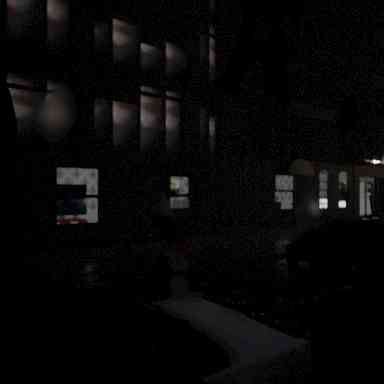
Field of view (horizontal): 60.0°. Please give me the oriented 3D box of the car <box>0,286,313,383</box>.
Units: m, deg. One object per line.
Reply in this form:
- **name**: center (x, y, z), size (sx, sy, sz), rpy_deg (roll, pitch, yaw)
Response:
- **car**: center (-1.280, 1.598, 2.466), size (4.718, 1.301, 1.895), rpy_deg (-1, 0, -35)

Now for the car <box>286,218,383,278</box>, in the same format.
- **car**: center (4.687, 1.486, 9.895), size (4.313, 1.339, 1.947), rpy_deg (-1, 1, -35)
